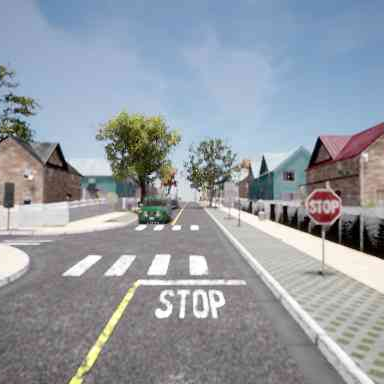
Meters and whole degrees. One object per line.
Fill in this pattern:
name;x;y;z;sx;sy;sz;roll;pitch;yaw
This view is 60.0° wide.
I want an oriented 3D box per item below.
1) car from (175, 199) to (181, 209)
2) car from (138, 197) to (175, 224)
car;-2.790;1.875;50.458;1.837;1.490;4.892;0;0;0
car;-2.800;1.455;26.253;2.150;2.045;5.566;0;1;1
